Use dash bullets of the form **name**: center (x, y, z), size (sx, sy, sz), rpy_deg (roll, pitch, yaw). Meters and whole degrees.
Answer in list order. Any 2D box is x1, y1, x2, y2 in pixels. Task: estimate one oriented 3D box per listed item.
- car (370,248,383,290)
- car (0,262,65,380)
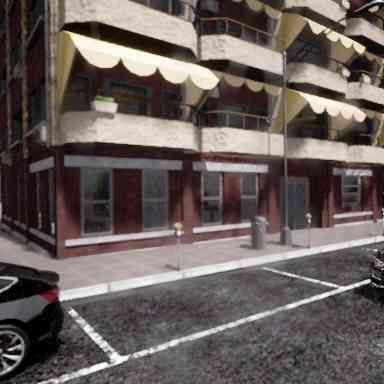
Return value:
- **car**: center (5.999, 1.440, 7.657), size (4.902, 1.511, 2.128), rpy_deg (0, 0, -35)
- **car**: center (-3.766, 1.571, 3.882), size (4.313, 1.339, 1.947), rpy_deg (0, 0, -35)
